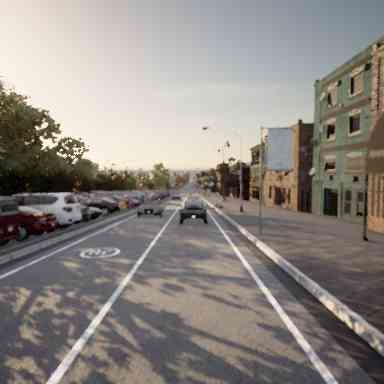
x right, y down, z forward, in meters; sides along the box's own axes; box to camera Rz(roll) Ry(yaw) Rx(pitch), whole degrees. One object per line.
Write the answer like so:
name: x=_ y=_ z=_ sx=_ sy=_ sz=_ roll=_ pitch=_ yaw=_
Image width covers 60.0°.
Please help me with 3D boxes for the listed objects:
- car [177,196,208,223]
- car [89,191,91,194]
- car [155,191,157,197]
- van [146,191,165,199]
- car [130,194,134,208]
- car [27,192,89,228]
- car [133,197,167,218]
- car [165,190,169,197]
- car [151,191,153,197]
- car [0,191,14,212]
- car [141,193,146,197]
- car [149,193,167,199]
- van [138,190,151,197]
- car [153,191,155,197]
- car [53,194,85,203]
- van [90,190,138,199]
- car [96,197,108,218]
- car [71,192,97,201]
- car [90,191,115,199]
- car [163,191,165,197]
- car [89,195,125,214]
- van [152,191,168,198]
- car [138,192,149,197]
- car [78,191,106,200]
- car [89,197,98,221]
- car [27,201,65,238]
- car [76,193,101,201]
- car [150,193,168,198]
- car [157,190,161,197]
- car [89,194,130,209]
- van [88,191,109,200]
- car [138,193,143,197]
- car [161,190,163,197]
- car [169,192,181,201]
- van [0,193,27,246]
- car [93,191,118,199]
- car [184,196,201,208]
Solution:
car: x=0.103 y=1.314 z=23.766 sx=1.837 sy=1.490 sz=4.892 roll=0 pitch=1 yaw=0
car: x=-21.808 y=1.079 z=62.526 sx=5.366 sy=1.575 sz=1.946 roll=0 pitch=0 yaw=0
car: x=-8.876 y=0.979 z=57.334 sx=4.553 sy=1.767 sz=2.185 roll=0 pitch=0 yaw=0
van: x=-9.055 y=0.758 z=82.560 sx=4.442 sy=1.987 sz=1.878 roll=0 pitch=0 yaw=0
car: x=-8.908 y=1.242 z=34.908 sx=4.792 sy=1.488 sz=2.163 roll=0 pitch=0 yaw=0
car: x=-8.886 y=1.068 z=18.090 sx=5.566 sy=2.045 sz=2.435 roll=0 pitch=0 yaw=0
car: x=-3.344 y=1.346 z=27.716 sx=1.994 sy=1.385 sz=4.181 roll=0 pitch=0 yaw=0
car: x=-8.907 y=0.746 z=79.760 sx=5.566 sy=2.045 sz=2.435 roll=0 pitch=0 yaw=0
car: x=-8.931 y=1.006 z=51.727 sx=4.553 sy=1.767 sz=2.185 roll=0 pitch=0 yaw=0
car: x=-21.930 y=0.965 z=34.525 sx=5.566 sy=2.045 sz=2.435 roll=0 pitch=0 yaw=0
car: x=-8.860 y=1.202 z=43.318 sx=4.792 sy=1.488 sz=2.163 roll=0 pitch=0 yaw=0
car: x=-8.943 y=0.984 z=88.173 sx=4.674 sy=1.452 sz=2.002 roll=0 pitch=0 yaw=0
van: x=-8.780 y=0.919 z=48.923 sx=4.442 sy=1.987 sz=1.878 roll=0 pitch=0 yaw=0
car: x=-8.872 y=0.993 z=54.530 sx=4.553 sy=1.767 sz=2.185 roll=0 pitch=0 yaw=0
car: x=-21.995 y=1.097 z=59.749 sx=4.892 sy=1.521 sz=2.231 roll=0 pitch=0 yaw=0
van: x=-8.766 y=0.973 z=37.710 sx=4.442 sy=1.987 sz=1.878 roll=0 pitch=0 yaw=0
car: x=-8.836 y=1.306 z=23.697 sx=4.792 sy=1.488 sz=2.163 roll=0 pitch=0 yaw=0
car: x=-22.031 y=0.930 z=68.076 sx=4.553 sy=1.767 sz=2.185 roll=0 pitch=0 yaw=0
car: x=-22.046 y=0.738 z=81.954 sx=5.566 sy=2.045 sz=2.435 roll=0 pitch=0 yaw=0
car: x=-8.918 y=1.039 z=71.350 sx=4.892 sy=1.521 sz=2.231 roll=0 pitch=0 yaw=0
car: x=-8.867 y=1.240 z=29.305 sx=5.008 sy=1.535 sz=2.097 roll=0 pitch=0 yaw=0
van: x=-9.069 y=0.664 z=93.781 sx=4.442 sy=1.987 sz=1.878 roll=0 pitch=1 yaw=0
car: x=-8.888 y=1.159 z=46.121 sx=5.008 sy=1.535 sz=2.097 roll=0 pitch=0 yaw=0
car: x=-22.036 y=0.778 z=73.628 sx=5.566 sy=2.045 sz=2.435 roll=0 pitch=0 yaw=0
car: x=-8.857 y=1.298 z=20.899 sx=4.892 sy=1.521 sz=2.231 roll=0 pitch=0 yaw=0
car: x=-8.849 y=1.341 z=15.289 sx=5.008 sy=1.535 sz=2.097 roll=0 pitch=0 yaw=0
car: x=-21.975 y=1.072 z=70.854 sx=4.792 sy=1.488 sz=2.163 roll=0 pitch=0 yaw=0
car: x=-8.978 y=0.950 z=90.981 sx=4.792 sy=1.488 sz=2.163 roll=0 pitch=1 yaw=0
car: x=-8.882 y=0.840 z=60.136 sx=5.566 sy=2.045 sz=2.435 roll=0 pitch=0 yaw=0
car: x=-9.061 y=1.223 z=32.105 sx=5.366 sy=1.575 sz=1.946 roll=0 pitch=0 yaw=0
van: x=-22.131 y=0.777 z=79.178 sx=4.442 sy=1.987 sz=1.878 roll=0 pitch=0 yaw=0
car: x=-8.857 y=1.215 z=40.515 sx=4.792 sy=1.488 sz=2.163 roll=0 pitch=0 yaw=0
car: x=-8.885 y=0.827 z=62.939 sx=5.566 sy=2.045 sz=2.435 roll=0 pitch=0 yaw=0
car: x=-3.243 y=1.039 z=69.012 sx=1.882 sy=1.535 sz=5.008 roll=0 pitch=0 yaw=0
van: x=-8.967 y=1.138 z=12.483 sx=4.442 sy=1.987 sz=1.878 roll=0 pitch=0 yaw=0
car: x=-21.993 y=0.720 z=84.731 sx=5.566 sy=2.045 sz=2.435 roll=0 pitch=0 yaw=0
car: x=0.101 y=1.249 z=42.723 sx=2.033 sy=1.411 sz=5.357 roll=0 pitch=0 yaw=0
